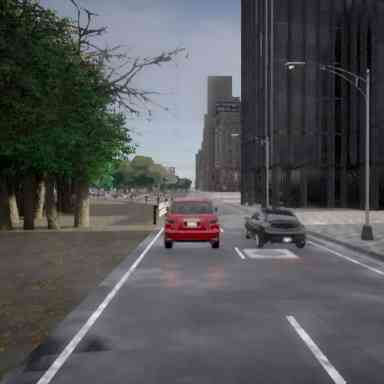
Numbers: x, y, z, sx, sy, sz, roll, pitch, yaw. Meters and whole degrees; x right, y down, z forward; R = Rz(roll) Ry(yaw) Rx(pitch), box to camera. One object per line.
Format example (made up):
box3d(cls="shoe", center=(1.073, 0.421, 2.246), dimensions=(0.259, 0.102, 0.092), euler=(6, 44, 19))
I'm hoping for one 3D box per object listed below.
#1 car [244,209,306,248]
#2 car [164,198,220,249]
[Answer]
box3d(cls="car", center=(3.500, 1.511, 14.652), dimensions=(1.837, 1.490, 4.892), euler=(0, 0, 0))
box3d(cls="car", center=(0.000, 1.252, 14.681), dimensions=(2.150, 2.045, 5.566), euler=(0, 0, 0))
